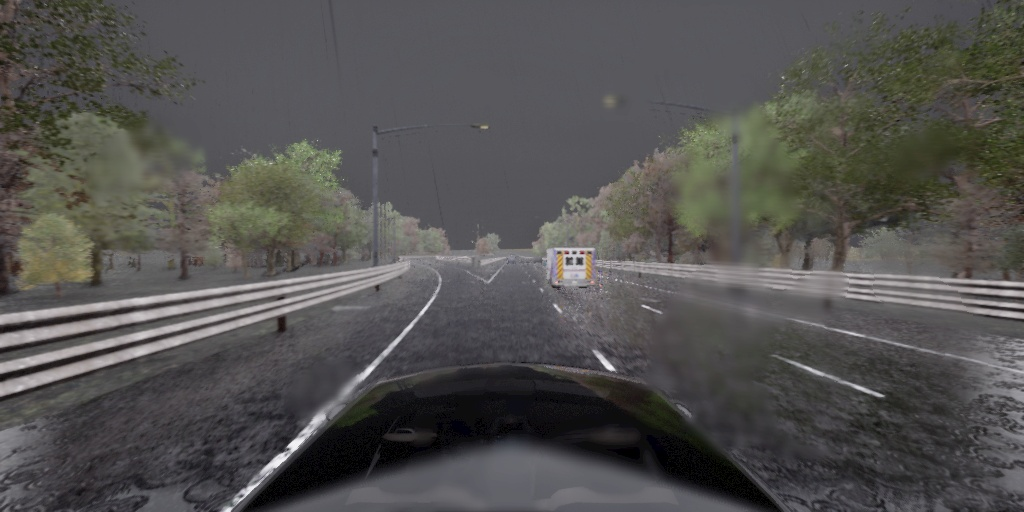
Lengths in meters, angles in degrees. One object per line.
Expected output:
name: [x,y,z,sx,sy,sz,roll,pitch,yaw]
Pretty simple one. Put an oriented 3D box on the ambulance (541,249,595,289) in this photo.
ambulance: [3.490,0.806,22.927,2.351,2.431,6.366,0,0,0]
